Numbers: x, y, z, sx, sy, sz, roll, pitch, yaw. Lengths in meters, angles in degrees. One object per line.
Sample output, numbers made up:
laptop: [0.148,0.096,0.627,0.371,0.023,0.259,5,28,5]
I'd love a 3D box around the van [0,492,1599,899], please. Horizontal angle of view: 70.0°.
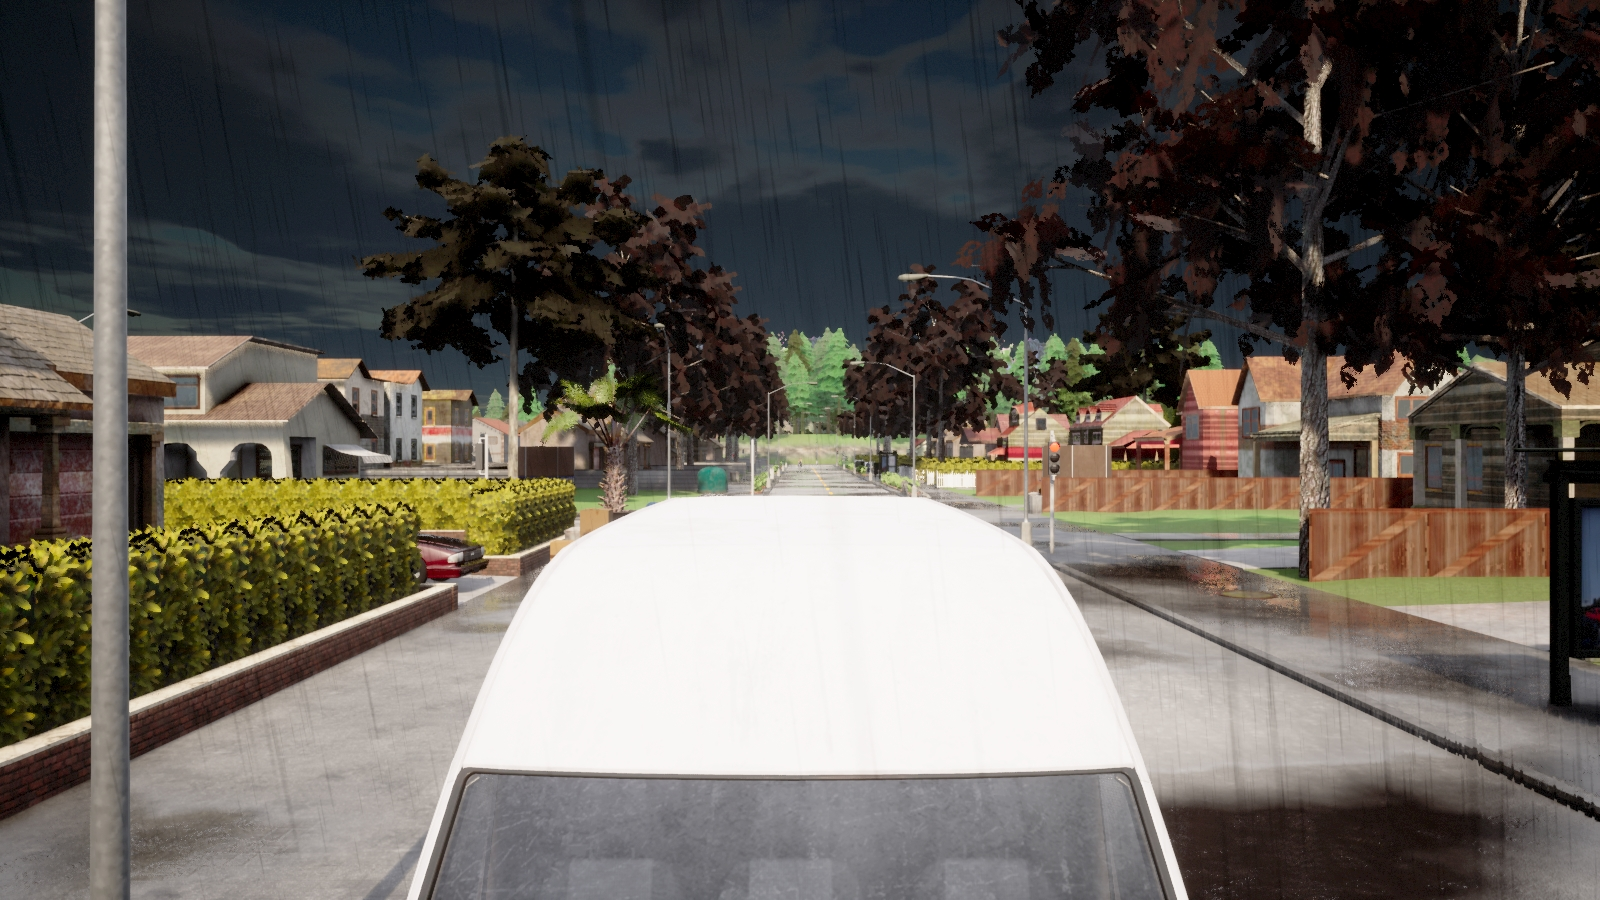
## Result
van: [0.002,1.537,4.030,1.988,2.561,5.915,0,0,0]
